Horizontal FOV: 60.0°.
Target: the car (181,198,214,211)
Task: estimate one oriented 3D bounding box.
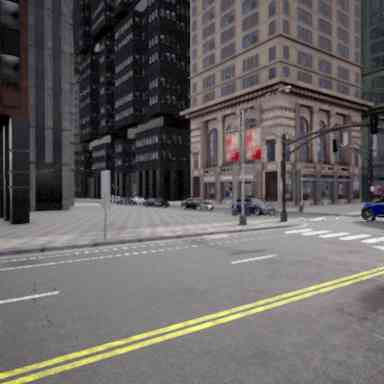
[{"bbox_3d":[0.569,1.448,38.865,2.128,1.511,4.902,0,0,-35],"label":"car"}]

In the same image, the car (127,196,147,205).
[{"bbox_3d":[-9.808,1.491,59.102,1.812,1.442,4.674,0,0,-35],"label":"car"}]

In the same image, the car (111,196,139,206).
[{"bbox_3d":[-11.231,1.529,55.640,2.033,1.411,5.357,0,0,-35],"label":"car"}]

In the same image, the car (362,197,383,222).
[{"bbox_3d":[14.181,1.139,22.655,2.150,2.045,5.566,1,0,-11],"label":"car"}]

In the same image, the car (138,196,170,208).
[{"bbox_3d":[-5.121,1.516,46.931,2.033,1.411,5.357,0,0,-35],"label":"car"}]

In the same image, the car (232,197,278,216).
[{"bbox_3d":[5.844,1.299,31.399,2.097,1.767,4.553,0,0,-35],"label":"car"}]
